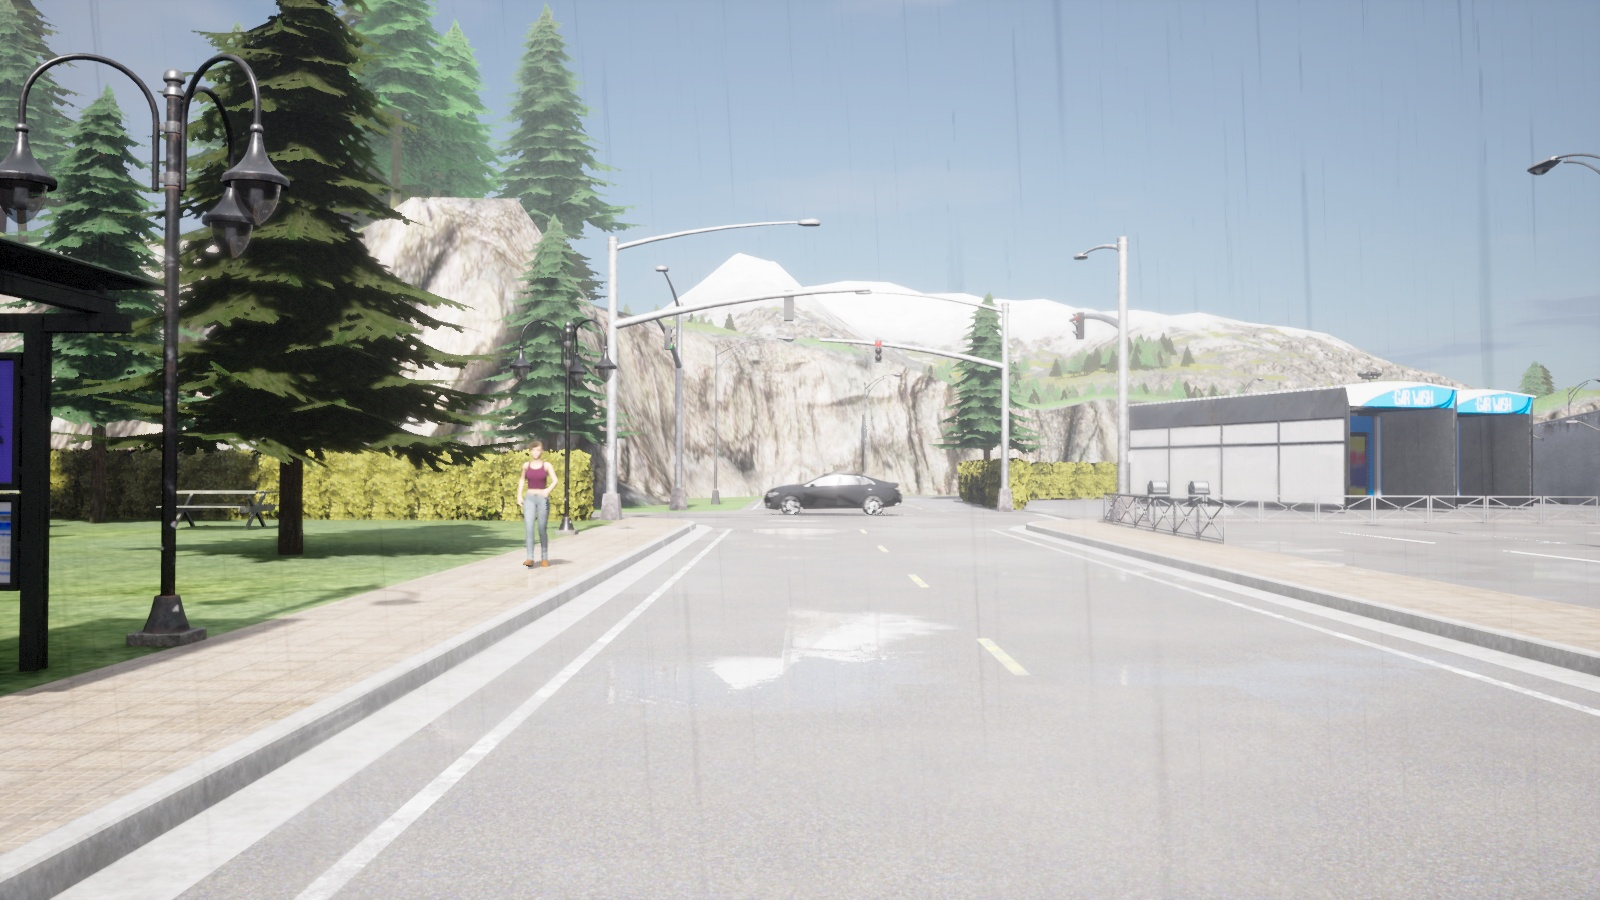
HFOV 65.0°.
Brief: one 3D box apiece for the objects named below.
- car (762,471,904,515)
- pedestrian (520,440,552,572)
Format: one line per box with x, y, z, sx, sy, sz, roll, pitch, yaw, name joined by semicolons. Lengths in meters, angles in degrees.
1.141;1.510;44.415;4.902;1.511;2.128;0;-1;1;car
-3.746;0.784;17.855;0.345;1.836;0.594;0;-1;-2;pedestrian
